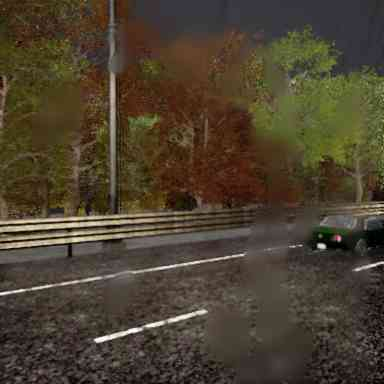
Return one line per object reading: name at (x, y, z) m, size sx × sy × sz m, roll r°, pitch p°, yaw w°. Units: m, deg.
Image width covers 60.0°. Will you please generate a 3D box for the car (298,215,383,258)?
car at (6.173, 1.526, 12.530) m, size 4.718 × 1.301 × 1.895 m, roll 0°, pitch 0°, yaw -36°
